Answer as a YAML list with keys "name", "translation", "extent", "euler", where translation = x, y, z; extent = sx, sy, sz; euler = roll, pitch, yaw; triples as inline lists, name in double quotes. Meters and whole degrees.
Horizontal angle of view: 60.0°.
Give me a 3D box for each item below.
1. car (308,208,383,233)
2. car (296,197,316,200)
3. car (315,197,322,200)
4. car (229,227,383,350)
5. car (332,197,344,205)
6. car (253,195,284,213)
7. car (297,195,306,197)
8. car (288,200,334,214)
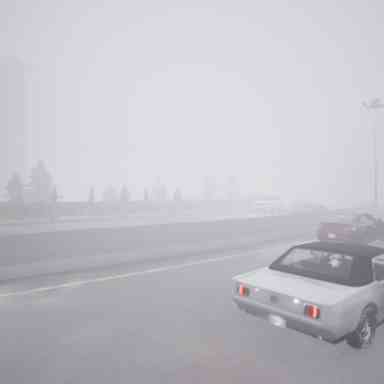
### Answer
- name: "car"
  translation: [7.230, 1.565, 14.852]
  extent: [4.674, 1.442, 1.812]
  euler: [0, 0, -44]
- name: "car"
  translation: [12.392, 1.665, 38.044]
  extent: [1.837, 1.490, 4.892]
  euler: [0, 0, 32]
- name: "car"
  translation: [28.145, 1.894, 74.375]
  extent: [1.994, 1.385, 4.181]
  euler: [-1, 0, 20]
- name: "car"
  translation: [2.989, 1.616, 6.310]
  extent: [4.718, 1.301, 1.895]
  euler: [0, 0, -39]
- name: "car"
  translation: [27.846, 1.741, 63.390]
  extent: [1.882, 1.535, 5.008]
  euler: [-1, 0, 20]
- name: "car"
  translation: [9.138, 1.408, 39.409]
  extent: [2.150, 2.045, 5.566]
  euler: [0, -1, 33]
- name: "car"
  translation: [24.846, 1.597, 75.553]
  extent: [2.150, 2.045, 5.566]
  euler: [-1, 0, 20]
- name: "car"
  translation: [10.411, 1.655, 29.081]
  extent: [2.033, 1.411, 5.357]
  euler: [0, 0, 38]
